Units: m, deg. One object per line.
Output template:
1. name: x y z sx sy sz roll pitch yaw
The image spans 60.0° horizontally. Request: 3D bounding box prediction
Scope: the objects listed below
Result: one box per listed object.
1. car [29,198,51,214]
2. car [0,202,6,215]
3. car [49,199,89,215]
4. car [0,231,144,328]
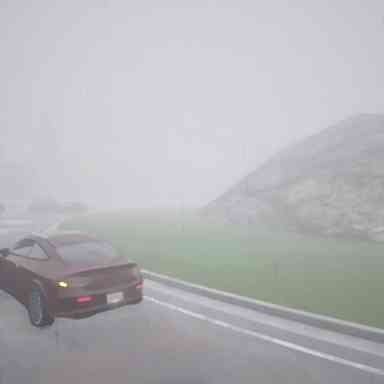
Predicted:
1. car: -16.411 1.486 37.704 2.097 1.767 4.553 0 0 4
2. car: -20.168 1.288 31.914 2.150 2.045 5.566 0 0 -2
3. car: -13.190 1.699 36.808 2.033 1.411 5.357 0 0 5
4. car: -2.863 1.555 7.084 1.812 1.442 4.674 1 0 -44
